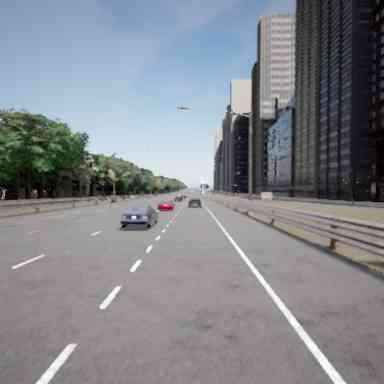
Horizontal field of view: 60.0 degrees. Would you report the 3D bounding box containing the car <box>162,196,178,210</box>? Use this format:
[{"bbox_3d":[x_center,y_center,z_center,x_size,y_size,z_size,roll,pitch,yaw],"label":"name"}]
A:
[{"bbox_3d":[-3.208,1.538,41.785,1.994,1.385,4.181,0,0,0],"label":"car"}]

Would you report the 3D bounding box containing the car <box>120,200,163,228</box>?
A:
[{"bbox_3d":[-3.344,1.520,21.758,2.033,1.411,5.357,0,0,0],"label":"car"}]

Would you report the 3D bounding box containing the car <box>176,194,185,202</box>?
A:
[{"bbox_3d":[-3.071,1.529,76.323,1.837,1.490,4.892,0,0,0],"label":"car"}]

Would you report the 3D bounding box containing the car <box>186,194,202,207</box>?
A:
[{"bbox_3d":[0.440,1.511,50.991,1.837,1.490,4.892,0,0,0],"label":"car"}]
